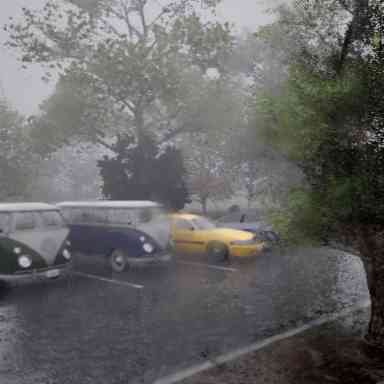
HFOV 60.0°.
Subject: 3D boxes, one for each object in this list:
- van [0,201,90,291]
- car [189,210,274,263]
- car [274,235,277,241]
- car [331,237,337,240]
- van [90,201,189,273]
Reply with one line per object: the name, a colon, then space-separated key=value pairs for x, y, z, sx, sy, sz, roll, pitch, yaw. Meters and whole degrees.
van: x=-4.946 y=1.275 z=8.727 sx=4.442 sy=1.987 sz=1.878 roll=-1 pitch=-1 yaw=35
car: x=-0.041 y=1.485 z=12.144 sx=5.366 sy=1.575 sz=1.946 roll=-1 pitch=-1 yaw=35
car: x=2.200 y=1.514 z=13.990 sx=4.792 sy=1.488 sz=2.163 roll=-1 pitch=0 yaw=34
car: x=4.674 y=1.507 z=15.693 sx=4.792 sy=1.488 sz=2.163 roll=-1 pitch=-1 yaw=34
van: x=-2.523 y=1.269 z=10.459 sx=4.442 sy=1.987 sz=1.878 roll=-1 pitch=-1 yaw=34
